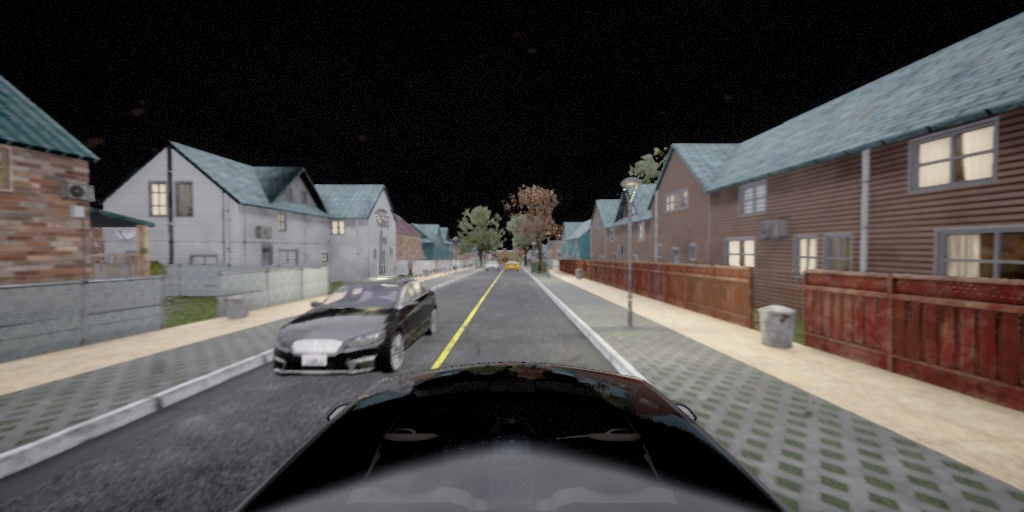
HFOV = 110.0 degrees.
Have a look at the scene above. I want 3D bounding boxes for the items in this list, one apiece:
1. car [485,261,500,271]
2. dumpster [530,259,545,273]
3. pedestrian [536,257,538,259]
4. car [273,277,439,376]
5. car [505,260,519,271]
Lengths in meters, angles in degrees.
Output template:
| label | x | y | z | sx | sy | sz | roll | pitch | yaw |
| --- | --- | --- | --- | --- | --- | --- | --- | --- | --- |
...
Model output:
| label | x | y | z | sx | sy | sz | roll | pitch | yaw |
| --- | --- | --- | --- | --- | --- | --- | --- | --- | --- |
| car | -2.785 | 1.447 | 51.536 | 1.812 | 1.442 | 4.674 | 0 | -1 | 0 |
| dumpster | 3.029 | 1.252 | 42.149 | 1.020 | 1.700 | 1.940 | 0 | 0 | 0 |
| pedestrian | 3.030 | 1.005 | 43.151 | 0.375 | 1.860 | 0.375 | -2 | 1 | -1 |
| car | -2.846 | 1.240 | 7.616 | 2.128 | 1.511 | 4.902 | 0 | 0 | 0 |
| car | 0.033 | 1.399 | 51.611 | 1.882 | 1.535 | 5.008 | 0 | 0 | 0 |
